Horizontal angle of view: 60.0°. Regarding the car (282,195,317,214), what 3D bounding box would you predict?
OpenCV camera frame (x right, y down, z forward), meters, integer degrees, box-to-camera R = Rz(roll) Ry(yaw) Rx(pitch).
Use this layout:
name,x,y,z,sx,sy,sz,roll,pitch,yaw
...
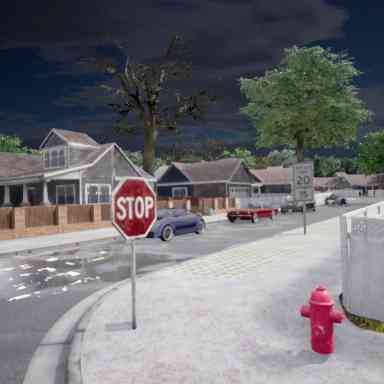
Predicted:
name,x,y,z,sx,sy,sz,roll,pitch,yaw
car,9.790,1.007,30.503,2.097,1.767,4.553,-2,-1,37

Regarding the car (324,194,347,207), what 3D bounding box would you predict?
name,x,y,z,sx,sy,sz,roll,pitch,yaw
car,17.912,0.989,41.418,2.128,1.511,4.902,-2,-1,37

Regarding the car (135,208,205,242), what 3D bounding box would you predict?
name,x,y,z,sx,sy,sz,roll,pitch,yaw
car,-1.129,1.444,15.708,1.994,1.385,4.181,-2,-1,34

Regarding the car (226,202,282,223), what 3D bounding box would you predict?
name,x,y,z,sx,sy,sz,roll,pitch,yaw
car,4.240,1.368,22.965,1.895,1.301,4.718,-2,-1,36
